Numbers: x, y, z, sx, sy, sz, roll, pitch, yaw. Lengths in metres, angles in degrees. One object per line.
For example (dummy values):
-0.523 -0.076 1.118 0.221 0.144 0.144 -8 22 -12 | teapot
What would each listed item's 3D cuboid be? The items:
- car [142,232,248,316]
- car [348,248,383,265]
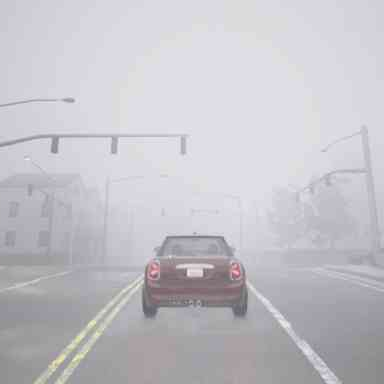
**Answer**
0.071 1.812 8.478 2.097 1.767 4.553 0 -7 0 | car
16.198 5.684 29.074 4.892 1.490 1.837 0 -12 1 | car
